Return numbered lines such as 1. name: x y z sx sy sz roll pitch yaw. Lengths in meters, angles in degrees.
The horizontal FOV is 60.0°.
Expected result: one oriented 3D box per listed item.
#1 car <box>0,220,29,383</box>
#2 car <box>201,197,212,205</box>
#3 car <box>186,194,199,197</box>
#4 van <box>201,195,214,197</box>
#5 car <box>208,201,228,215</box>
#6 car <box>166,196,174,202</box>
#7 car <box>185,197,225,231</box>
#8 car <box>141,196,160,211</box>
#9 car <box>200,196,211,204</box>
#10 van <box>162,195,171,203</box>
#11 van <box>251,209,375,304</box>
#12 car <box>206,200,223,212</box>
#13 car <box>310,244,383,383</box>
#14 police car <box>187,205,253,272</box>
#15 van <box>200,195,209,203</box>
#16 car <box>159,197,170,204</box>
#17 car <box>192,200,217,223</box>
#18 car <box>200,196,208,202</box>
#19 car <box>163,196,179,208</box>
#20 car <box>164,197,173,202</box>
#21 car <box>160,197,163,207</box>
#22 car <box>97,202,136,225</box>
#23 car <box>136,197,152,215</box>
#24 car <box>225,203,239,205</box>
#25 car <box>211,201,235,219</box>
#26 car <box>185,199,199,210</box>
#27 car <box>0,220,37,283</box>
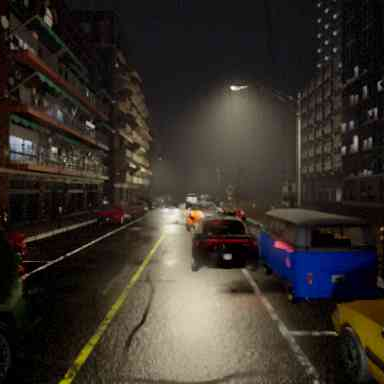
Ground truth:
1. car: -3.101 1.225 1.894 2.150 2.045 5.566 0 0 0
2. car: 2.744 1.719 63.200 1.947 1.339 4.313 0 0 0
3. car: 0.057 1.366 60.433 2.150 2.045 5.566 0 0 0
4. van: 2.732 1.461 52.148 1.690 1.788 3.998 0 0 0
5. car: 2.718 1.658 35.568 1.802 1.307 4.206 0 0 0
6. car: -5.615 1.811 85.314 1.802 1.307 4.206 0 0 0
7. car: 0.780 1.393 20.947 2.097 1.767 4.553 0 0 3
8. car: -5.659 1.406 41.103 2.192 1.841 5.009 0 0 0
9. car: 2.749 1.611 68.727 1.967 1.590 4.097 0 0 0
10. van: -5.627 1.531 74.263 1.690 1.788 3.998 0 0 0
11. van: 2.690 1.355 7.934 1.690 1.788 3.998 0 0 0
12. car: 2.723 1.672 41.093 1.802 1.307 4.206 0 0 0
13. car: 2.686 1.530 2.578 1.752 1.417 4.829 0 0 0
14. police car: 0.909 1.445 11.044 1.930 1.638 5.238 0 0 0
15. van: 2.753 1.531 74.255 1.690 1.788 3.998 0 0 0
16. car: -5.631 1.716 68.735 1.887 1.381 4.507 0 0 0
17. car: 0.911 1.512 27.126 1.801 1.575 5.366 0 0 0
18. car: 2.760 1.735 79.950 1.752 1.417 4.829 0 0 0
19. car: -2.954 1.714 49.685 1.895 1.301 4.718 0 0 0
20. car: -5.620 1.792 79.788 1.802 1.307 4.206 0 0 0
21. car: -5.651 1.656 46.629 2.008 1.369 4.403 0 0 0
22. car: -5.673 1.595 24.522 1.887 1.381 4.507 0 0 0
23. car: -5.663 1.601 35.406 1.752 1.417 4.829 0 0 0
24. car: 2.706 1.489 24.514 1.967 1.590 4.097 0 0 0
25. car: 2.712 1.588 30.211 1.752 1.417 4.829 0 0 0
26. car: 0.057 1.706 46.820 1.895 1.301 4.718 0 0 0
27. car: -5.689 1.559 7.942 1.887 1.381 4.507 0 0 0
